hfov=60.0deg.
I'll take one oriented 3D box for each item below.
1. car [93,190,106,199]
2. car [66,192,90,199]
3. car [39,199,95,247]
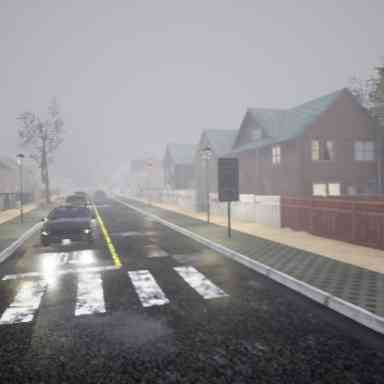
[{"bbox_3d":[-14.670,0.383,52.956,1.812,1.442,4.674,-2,2,-18],"label":"car"},{"bbox_3d":[-8.591,0.996,24.730,1.837,1.490,4.892,-2,1,-18],"label":"car"},{"bbox_3d":[-5.160,1.258,14.055,2.033,1.411,5.357,-2,2,-18],"label":"car"}]
